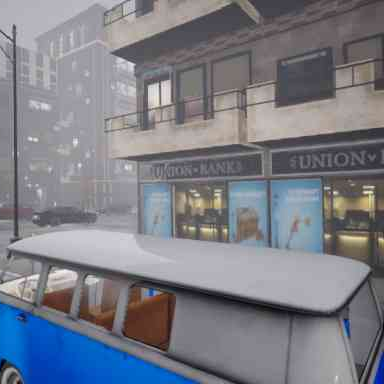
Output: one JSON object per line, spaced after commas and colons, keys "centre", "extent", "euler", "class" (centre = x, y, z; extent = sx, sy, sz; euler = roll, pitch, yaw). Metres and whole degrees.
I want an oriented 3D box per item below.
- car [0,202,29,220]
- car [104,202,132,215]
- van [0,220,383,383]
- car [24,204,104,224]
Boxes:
{"centre": [-15.201, 1.608, 27.271], "extent": [1.967, 1.590, 4.097], "euler": [-2, -1, 36], "class": "car"}
{"centre": [-8.517, 1.797, 36.351], "extent": [1.947, 1.339, 4.313], "euler": [-2, -1, 36], "class": "car"}
{"centre": [-0.367, 1.342, 3.124], "extent": [3.998, 1.788, 1.690], "euler": [0, -1, 36], "class": "van"}
{"centre": [-8.452, 1.583, 22.300], "extent": [1.947, 1.339, 4.313], "euler": [-2, -1, 36], "class": "car"}
